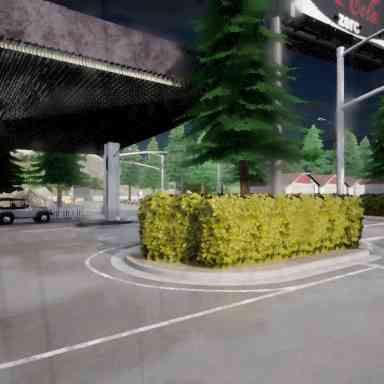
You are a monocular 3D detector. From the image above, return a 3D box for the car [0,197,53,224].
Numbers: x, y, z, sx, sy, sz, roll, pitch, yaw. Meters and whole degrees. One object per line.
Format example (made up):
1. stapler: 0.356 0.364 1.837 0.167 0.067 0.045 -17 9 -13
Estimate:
1. car: -12.012 1.313 23.449 3.866 1.878 1.905 0 0 -36
